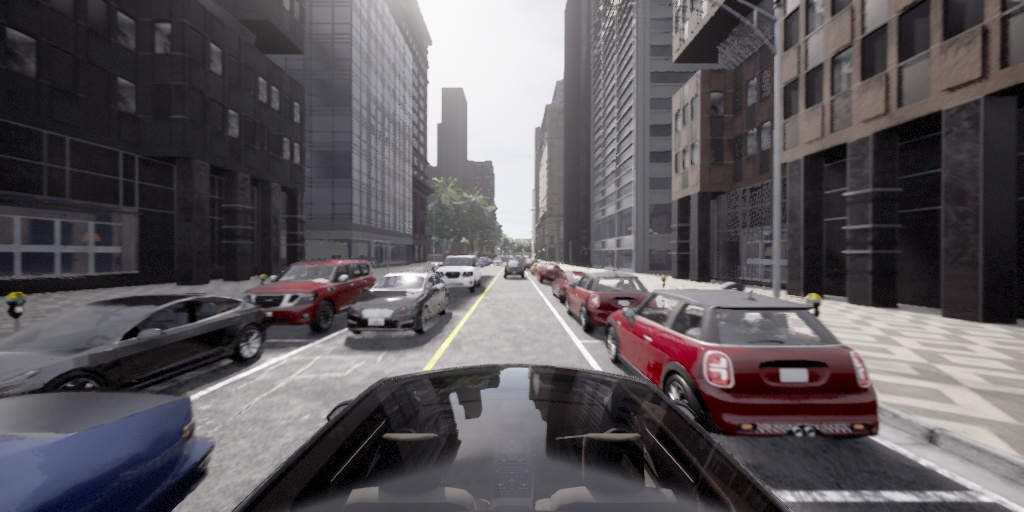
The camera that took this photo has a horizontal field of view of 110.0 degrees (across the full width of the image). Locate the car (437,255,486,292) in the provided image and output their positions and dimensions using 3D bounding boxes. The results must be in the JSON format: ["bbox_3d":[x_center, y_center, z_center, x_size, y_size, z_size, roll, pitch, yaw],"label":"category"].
[{"bbox_3d":[-3.034,0.950,21.237,2.150,2.045,5.566,0,0,1],"label":"car"}]

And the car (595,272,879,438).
[{"bbox_3d":[2.767,1.191,5.452,1.967,1.591,4.097,0,0,0],"label":"car"}]

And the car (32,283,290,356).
[{"bbox_3d":[-5.758,1.304,5.476,1.948,1.339,4.313,0,0,0],"label":"car"}]

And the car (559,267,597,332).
[{"bbox_3d":[2.781,1.186,10.877,1.967,1.591,4.097,0,0,0],"label":"car"}]

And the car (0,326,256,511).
[{"bbox_3d":[-3.093,1.294,0.217,2.033,1.411,5.357,0,0,0],"label":"car"}]

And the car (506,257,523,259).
[{"bbox_3d":[0.169,1.246,47.888,1.812,1.442,4.674,0,0,1],"label":"car"}]

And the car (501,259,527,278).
[{"bbox_3d":[0.174,1.252,32.781,1.812,1.442,4.674,0,0,0],"label":"car"}]

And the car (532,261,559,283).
[{"bbox_3d":[2.822,1.278,27.151,1.888,1.381,4.507,0,0,0],"label":"car"}]

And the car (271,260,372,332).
[{"bbox_3d":[-5.744,1.048,10.902,2.192,1.841,5.009,0,0,0],"label":"car"}]

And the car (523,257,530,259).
[{"bbox_3d":[2.468,1.249,49.126,1.812,1.442,4.674,0,0,0],"label":"car"}]

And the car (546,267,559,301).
[{"bbox_3d":[2.795,1.323,16.301,1.802,1.307,4.207,0,0,0],"label":"car"}]

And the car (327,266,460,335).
[{"bbox_3d":[-3.076,1.229,10.606,2.128,1.511,4.902,0,0,0],"label":"car"}]

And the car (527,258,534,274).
[{"bbox_3d":[2.850,1.253,38.171,1.751,1.417,4.829,0,0,0],"label":"car"}]
